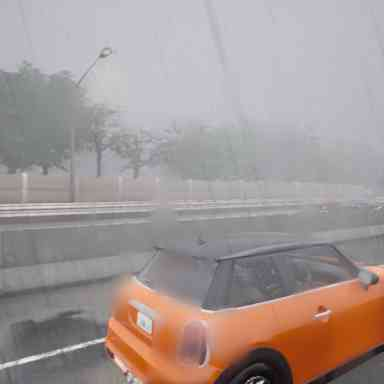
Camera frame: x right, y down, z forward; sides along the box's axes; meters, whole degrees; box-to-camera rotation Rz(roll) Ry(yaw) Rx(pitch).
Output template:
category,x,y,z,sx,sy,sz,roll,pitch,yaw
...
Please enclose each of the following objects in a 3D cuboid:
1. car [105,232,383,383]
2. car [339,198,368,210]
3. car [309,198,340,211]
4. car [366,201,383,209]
category,x,y,z,sx,sy,sz,roll,pitch,yaw
car,1.244,1.352,4.629,4.553,1.767,2.097,0,0,-35
car,17.201,1.604,33.309,4.718,1.301,1.895,0,0,-35
car,16.069,1.483,40.186,5.008,1.535,1.882,0,0,-38
car,17.860,1.603,29.494,4.718,1.301,1.895,0,0,-35
